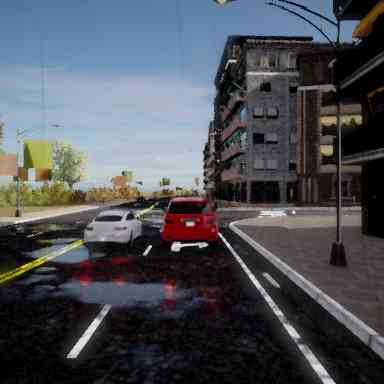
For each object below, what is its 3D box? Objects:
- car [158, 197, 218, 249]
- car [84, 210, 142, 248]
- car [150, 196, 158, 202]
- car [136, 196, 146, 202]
[{"bbox_3d":[-0.104,1.259,14.785,2.150,2.045,5.566,0,0,-1],"label":"car"},{"bbox_3d":[-3.354,1.534,14.711,1.812,1.442,4.674,0,0,-1],"label":"car"},{"bbox_3d":[-8.879,1.562,79.533,2.033,1.411,5.357,0,0,-2],"label":"car"},{"bbox_3d":[-12.129,1.574,79.453,1.994,1.385,4.181,0,0,-2],"label":"car"}]
